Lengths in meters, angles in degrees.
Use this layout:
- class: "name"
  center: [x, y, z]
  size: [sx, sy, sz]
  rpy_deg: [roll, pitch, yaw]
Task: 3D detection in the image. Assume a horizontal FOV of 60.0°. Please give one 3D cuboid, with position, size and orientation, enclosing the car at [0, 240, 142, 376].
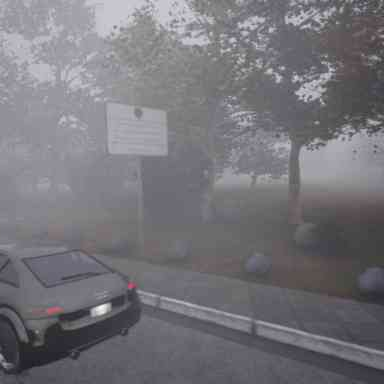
- class: "car"
  center: [-2.837, 1.519, 5.585]
  size: [4.181, 1.385, 1.994]
  rpy_deg: [1, 0, 35]
